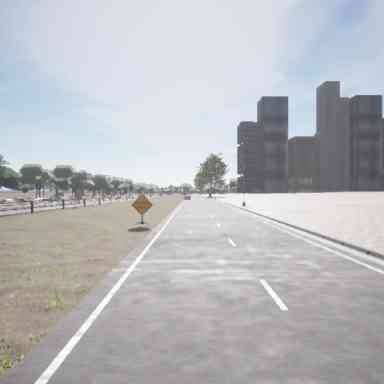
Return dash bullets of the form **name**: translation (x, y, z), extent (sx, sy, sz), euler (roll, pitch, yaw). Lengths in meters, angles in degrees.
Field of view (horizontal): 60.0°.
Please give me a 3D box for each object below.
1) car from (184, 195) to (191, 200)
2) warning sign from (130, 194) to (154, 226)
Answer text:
- **car**: translation (-1.224, 1.550, 90.432), extent (1.812, 1.442, 4.674), euler (0, 0, 0)
- **warning sign**: translation (-3.045, 1.083, 20.425), extent (1.300, 1.860, 1.060), euler (0, 0, 0)
